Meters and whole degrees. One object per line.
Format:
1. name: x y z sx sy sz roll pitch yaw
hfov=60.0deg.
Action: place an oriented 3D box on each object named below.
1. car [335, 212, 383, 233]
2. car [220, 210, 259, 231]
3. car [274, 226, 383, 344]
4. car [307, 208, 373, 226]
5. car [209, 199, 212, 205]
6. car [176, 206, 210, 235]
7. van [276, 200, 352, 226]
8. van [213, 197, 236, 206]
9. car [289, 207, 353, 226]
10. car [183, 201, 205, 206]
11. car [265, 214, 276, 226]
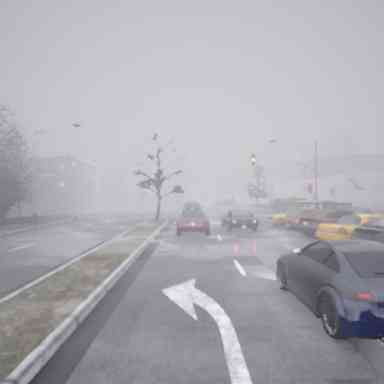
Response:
1. car: 8.041 1.620 12.078 4.892 1.521 2.231 1 -1 -20
2. car: 3.059 1.855 22.385 1.895 1.301 4.718 0 -1 -3
3. car: 3.091 1.630 6.667 1.994 1.385 4.181 0 -1 0
4. car: 8.216 1.654 15.126 5.366 1.575 1.946 1 -1 -20
5. car: 7.929 2.882 94.155 4.553 1.767 2.185 2 -2 -20
6. car: 0.064 1.796 20.641 1.994 1.385 4.181 0 -1 0
7. van: 7.926 1.501 20.984 4.442 1.987 1.878 1 -1 -20
8. van: 7.825 2.134 76.249 4.442 1.987 1.878 2 -2 -20
9. car: 8.063 1.722 18.055 4.792 1.488 2.163 1 -1 -20
10. car: 0.029 1.787 36.897 2.097 1.767 4.553 0 -1 0
11. car: 7.854 1.760 23.940 5.366 1.575 1.946 1 0 -20
